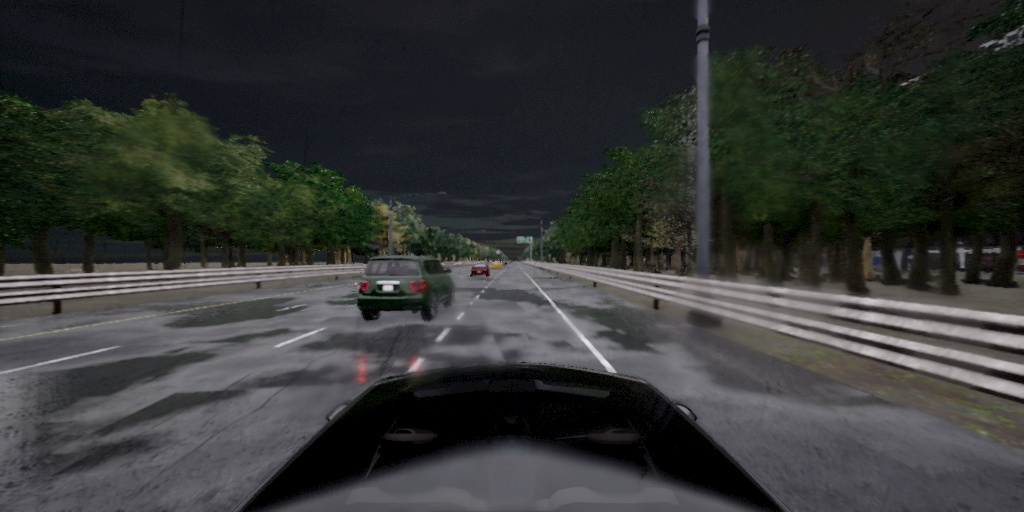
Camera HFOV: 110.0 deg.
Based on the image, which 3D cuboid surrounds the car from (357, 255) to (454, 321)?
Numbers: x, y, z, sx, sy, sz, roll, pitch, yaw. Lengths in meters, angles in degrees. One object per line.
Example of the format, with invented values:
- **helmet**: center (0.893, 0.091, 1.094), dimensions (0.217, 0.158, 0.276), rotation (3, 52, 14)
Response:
- **car**: center (-3.496, 1.010, 12.803), dimensions (2.150, 2.045, 5.566), rotation (0, 0, 0)

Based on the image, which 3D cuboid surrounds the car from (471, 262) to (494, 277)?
- **car**: center (-3.424, 1.498, 39.914), dimensions (1.882, 1.535, 5.008), rotation (0, -1, 0)
